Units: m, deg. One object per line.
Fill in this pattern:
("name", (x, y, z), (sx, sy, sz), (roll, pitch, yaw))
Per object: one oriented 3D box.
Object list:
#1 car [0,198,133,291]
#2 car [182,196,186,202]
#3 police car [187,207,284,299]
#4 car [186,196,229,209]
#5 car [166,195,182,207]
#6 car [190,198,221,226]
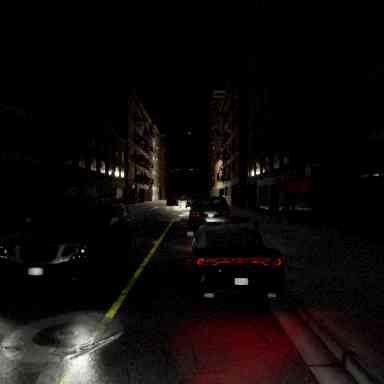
("car", (-3.099, 1.223, 9.363), (2.150, 2.045, 5.566), (0, 0, 0))
("car", (0.033, 1.576, 46.861), (2.033, 1.411, 5.357), (0, 0, 1))
("police car", (0.901, 1.427, 8.644), (1.930, 1.638, 5.238), (0, 0, 0))
("car", (0.904, 1.231, 18.565), (2.150, 2.045, 5.566), (0, 0, 0))
("car", (-3.084, 1.581, 52.555), (2.033, 1.411, 5.357), (0, 0, 0))
("car", (0.905, 1.360, 24.504), (2.097, 1.767, 4.553), (0, 0, 0))
